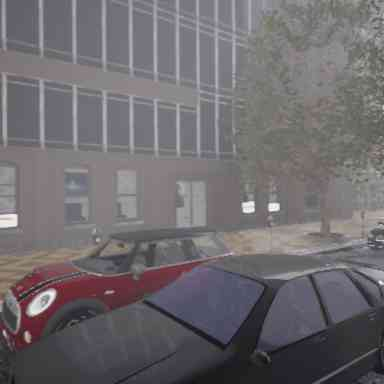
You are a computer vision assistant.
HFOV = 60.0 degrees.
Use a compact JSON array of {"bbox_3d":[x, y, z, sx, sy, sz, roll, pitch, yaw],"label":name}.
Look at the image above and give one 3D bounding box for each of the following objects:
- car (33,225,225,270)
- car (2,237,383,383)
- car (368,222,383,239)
[{"bbox_3d":[-1.003,1.424,5.845,4.097,1.590,1.967,0,0,-35],"label":"car"},{"bbox_3d":[0.827,1.529,3.966,5.357,1.411,2.033,0,0,-35],"label":"car"},{"bbox_3d":[8.269,1.459,12.452,4.403,1.369,2.008,0,0,-35],"label":"car"}]
